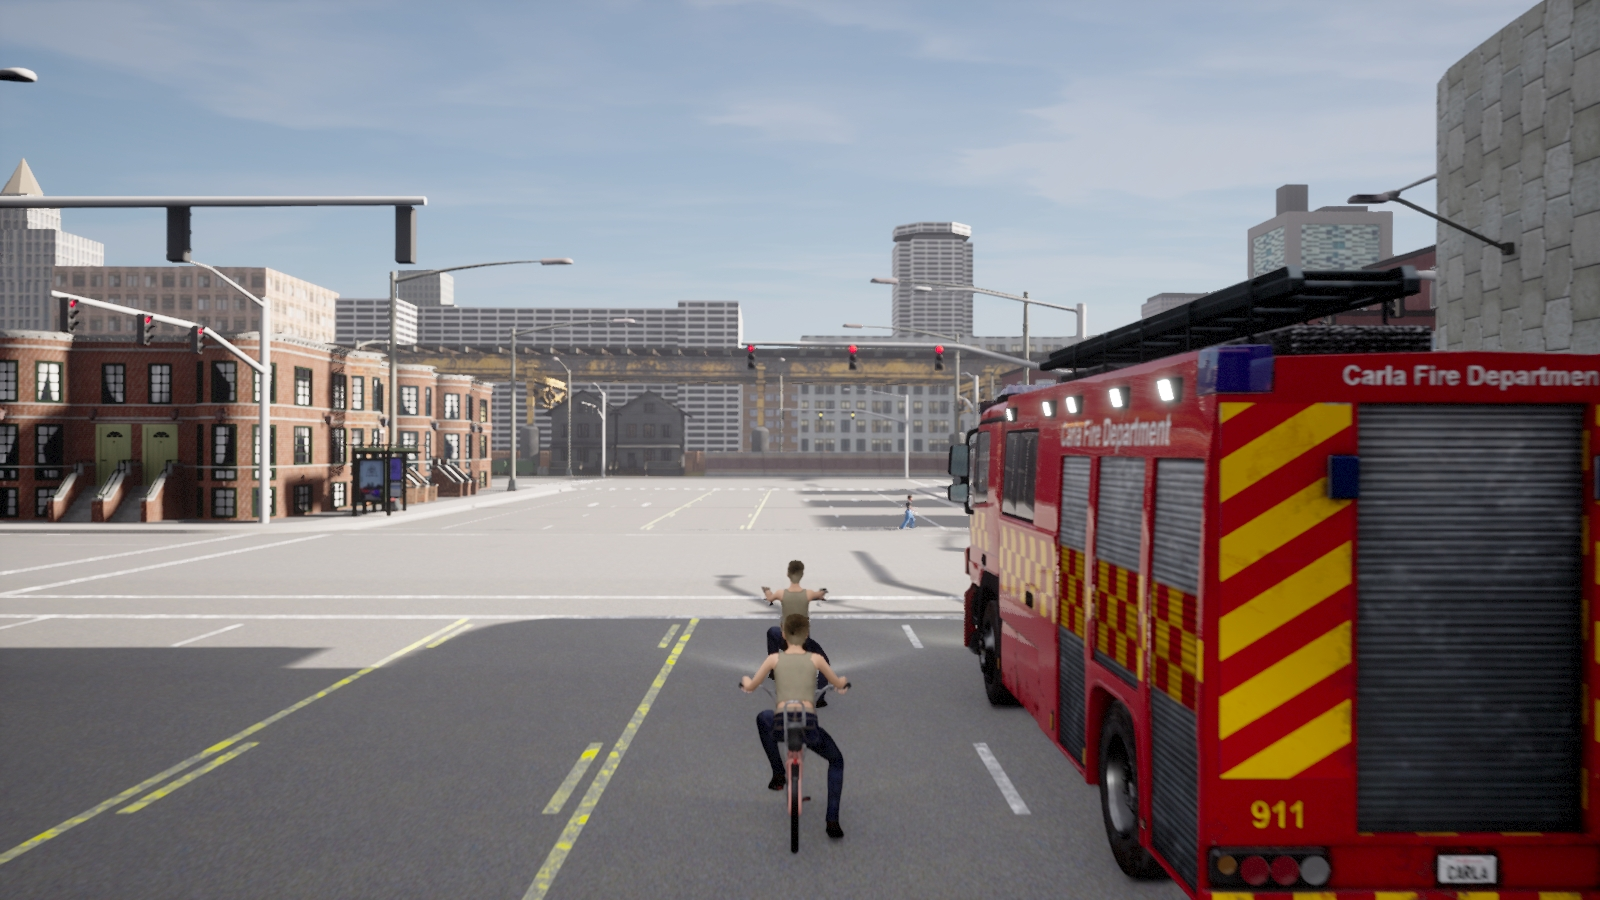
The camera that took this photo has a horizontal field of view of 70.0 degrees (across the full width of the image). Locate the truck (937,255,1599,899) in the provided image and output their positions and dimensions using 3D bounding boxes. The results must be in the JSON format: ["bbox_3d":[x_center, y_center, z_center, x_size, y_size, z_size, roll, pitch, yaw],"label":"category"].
[{"bbox_3d":[3.207,0.887,10.256,2.891,3.827,8.468,0,0,0],"label":"truck"}]

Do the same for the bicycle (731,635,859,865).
[{"bbox_3d":[-0.037,2.136,8.420,0.859,1.301,1.487,0,0,0],"label":"bicycle"}]

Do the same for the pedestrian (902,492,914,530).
[{"bbox_3d":[3.706,2.100,39.334,0.375,1.300,0.375,0,0,0],"label":"pedestrian"}]
